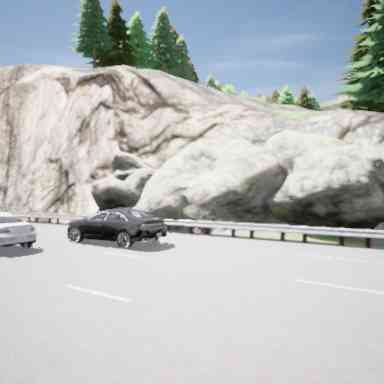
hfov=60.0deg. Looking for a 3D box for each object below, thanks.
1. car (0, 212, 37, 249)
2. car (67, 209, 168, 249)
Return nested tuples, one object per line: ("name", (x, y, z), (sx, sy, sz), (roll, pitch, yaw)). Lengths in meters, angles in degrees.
("car", (-8.131, 1.531, 13.255), (4.674, 1.442, 1.812), (0, 0, 31))
("car", (-3.351, 1.484, 14.417), (4.902, 1.511, 2.128), (0, 0, 32))
